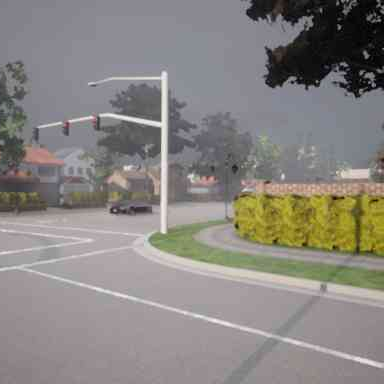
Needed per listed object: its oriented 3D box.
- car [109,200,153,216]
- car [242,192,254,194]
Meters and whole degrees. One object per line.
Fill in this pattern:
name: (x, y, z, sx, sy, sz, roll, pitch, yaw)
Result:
car: (-5.467, 1.404, 30.192, 1.994, 1.385, 4.181, 1, 0, 35)
car: (8.467, 1.060, 50.173, 2.150, 2.045, 5.566, 1, 0, 35)
